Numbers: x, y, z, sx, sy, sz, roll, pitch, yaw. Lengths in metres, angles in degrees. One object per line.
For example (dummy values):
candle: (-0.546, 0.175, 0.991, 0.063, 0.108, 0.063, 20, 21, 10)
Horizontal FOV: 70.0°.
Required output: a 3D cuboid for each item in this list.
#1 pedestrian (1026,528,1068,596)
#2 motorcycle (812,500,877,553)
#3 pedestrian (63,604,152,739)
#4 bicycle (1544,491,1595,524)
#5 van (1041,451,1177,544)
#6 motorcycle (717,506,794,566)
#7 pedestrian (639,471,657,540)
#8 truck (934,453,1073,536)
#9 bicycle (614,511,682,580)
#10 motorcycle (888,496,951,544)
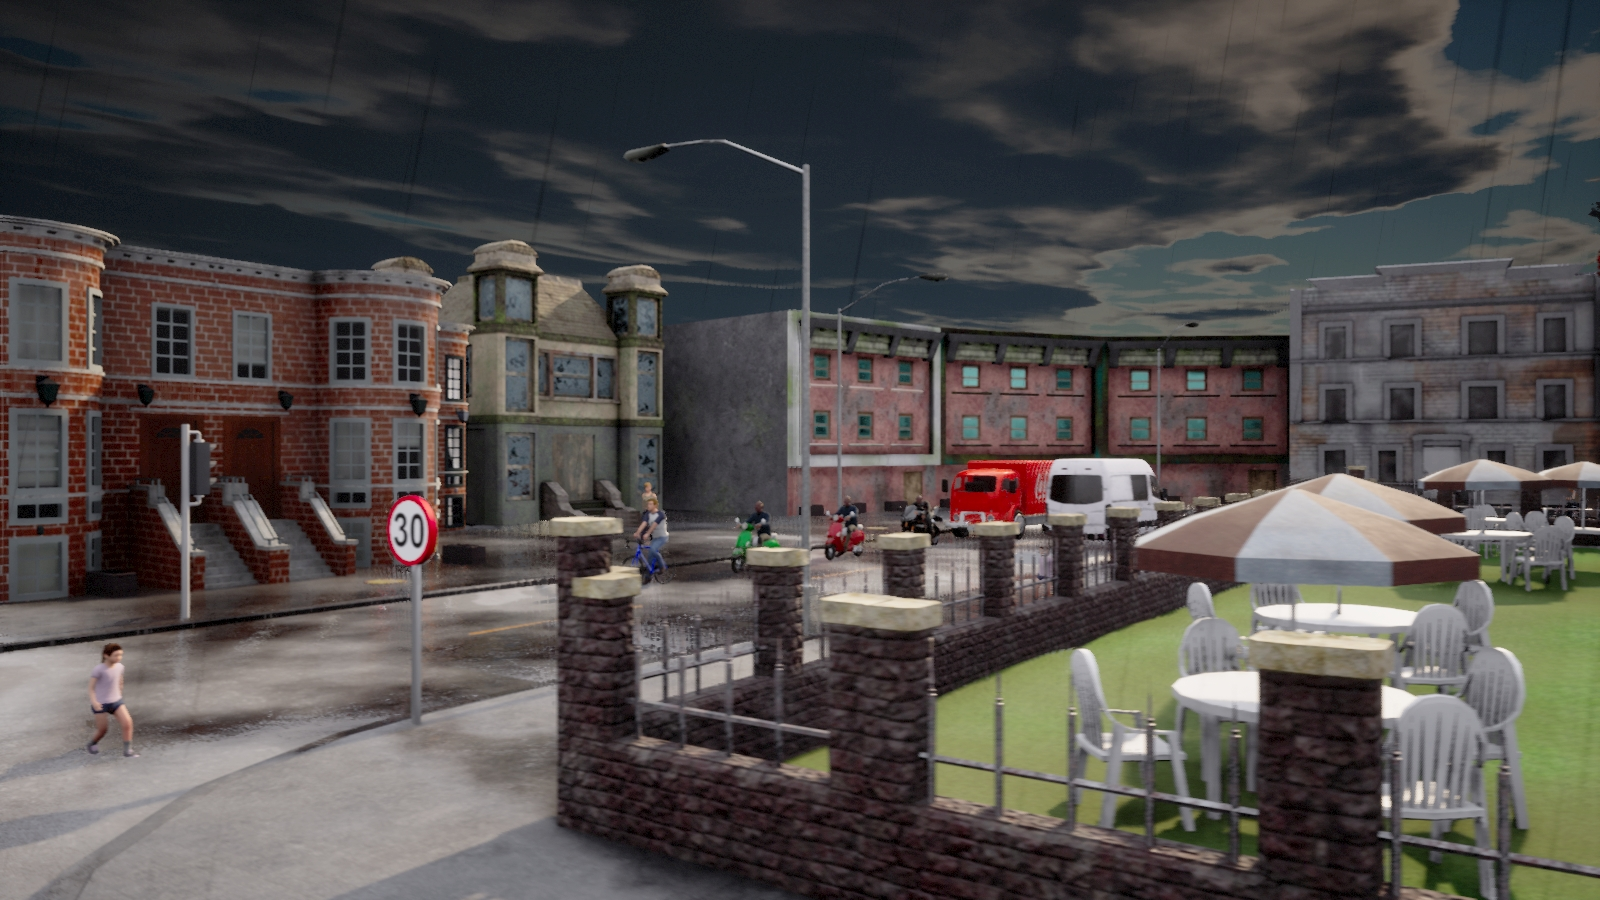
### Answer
pedestrian: (4.237, 1.903, 19.584, 0.500, 1.100, 0.500, 0, 0, -41)
motorcycle: (1.161, 1.962, 29.535, 0.856, 1.236, 1.805, 0, 0, 35)
pedestrian: (-6.339, 2.009, 10.462, 0.500, 1.100, 0.500, 0, 0, 25)
bicycle: (27.276, 2.036, 40.528, 1.487, 1.080, 0.859, 0, 0, 34)
van: (9.402, 1.314, 34.323, 1.988, 2.561, 5.915, 0, 0, 36)
motorcycle: (-1.013, 1.962, 26.438, 0.856, 1.236, 1.805, 0, 0, 35)
pedestrian: (-4.182, 1.526, 31.522, 0.375, 1.860, 0.375, 0, 0, 14)
truck: (6.743, 1.348, 37.382, 2.627, 2.467, 5.204, 0, 0, 33)
bicycle: (-3.105, 1.936, 23.450, 0.373, 1.296, 1.643, 0, 0, 35)
motorcycle: (3.462, 1.985, 32.929, 0.867, 1.251, 2.209, 0, 0, 35)
